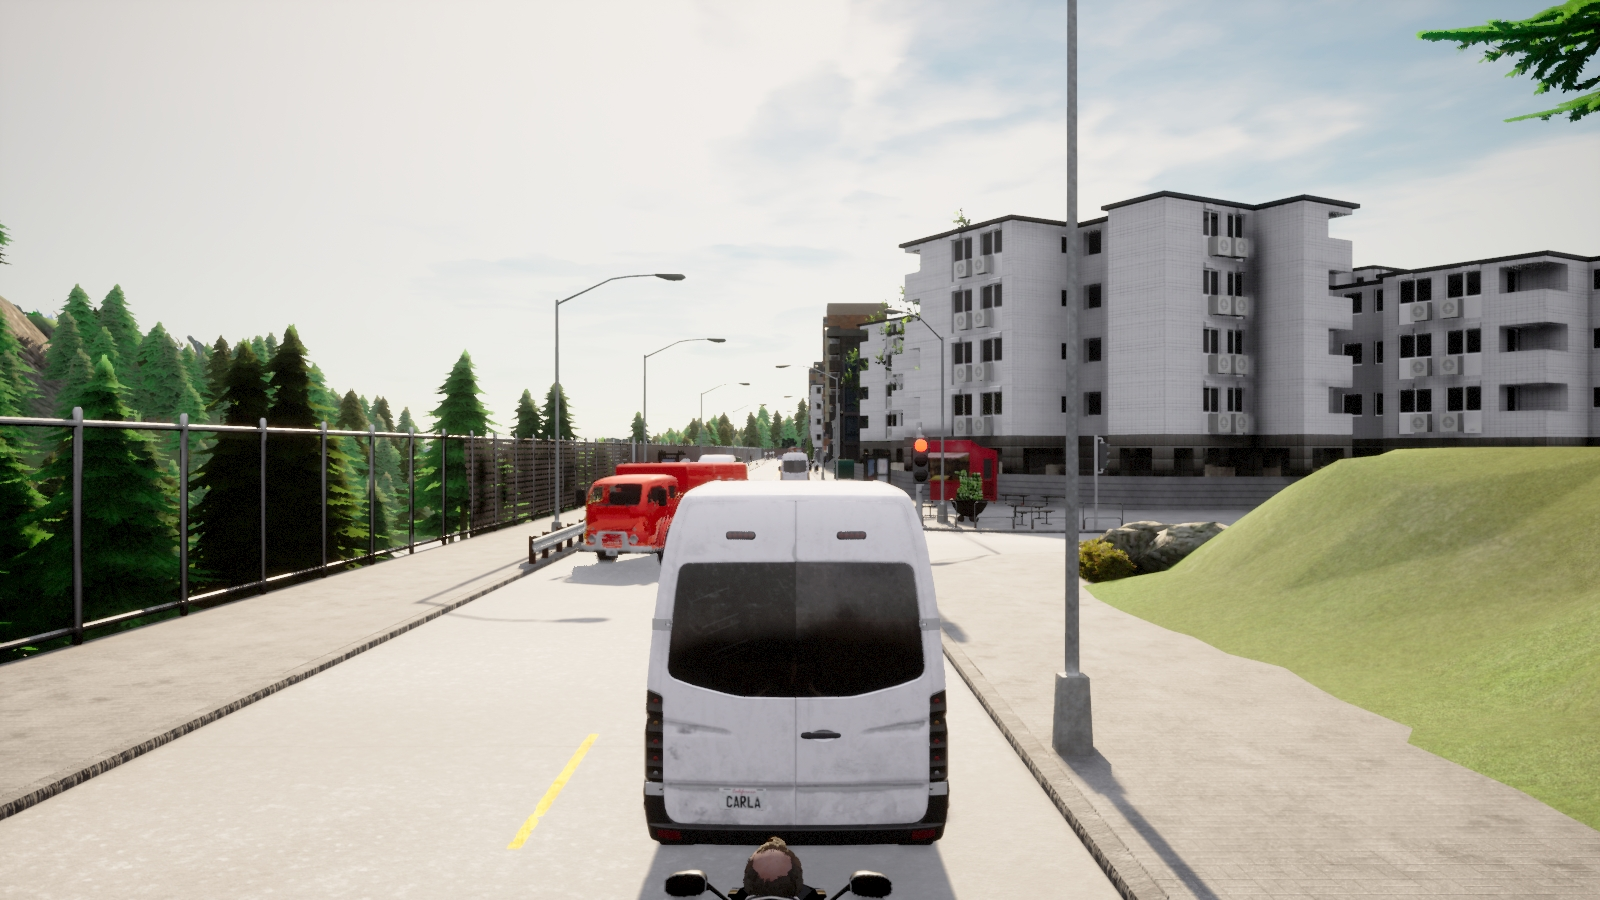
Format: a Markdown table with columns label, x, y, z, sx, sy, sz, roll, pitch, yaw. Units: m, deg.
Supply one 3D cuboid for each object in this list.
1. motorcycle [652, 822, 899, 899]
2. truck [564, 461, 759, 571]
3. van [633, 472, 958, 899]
| label | x | y | z | sx | sy | sz | roll | pitch | yaw |
| --- | --- | --- | --- | --- | --- | --- | --- | --- | --- |
| motorcycle | -0.090 | 2.205 | 3.746 | 0.867 | 1.251 | 2.209 | 0 | 0 | 1 |
| truck | -3.382 | 1.567 | 29.210 | 2.627 | 2.467 | 5.204 | -1 | 0 | 24 |
| van | -0.034 | 1.534 | 9.946 | 1.988 | 2.561 | 5.915 | 0 | 0 | 0 |
